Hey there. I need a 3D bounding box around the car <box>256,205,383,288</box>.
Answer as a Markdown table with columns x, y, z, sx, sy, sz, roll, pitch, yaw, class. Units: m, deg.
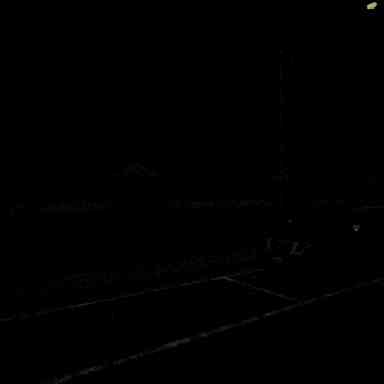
| x | y | z | sx | sy | sz | roll | pitch | yaw | class |
| --- | --- | --- | --- | --- | --- | --- | --- | --- | --- |
| 4.104 | 1.313 | 9.466 | 5.009 | 1.841 | 2.192 | 0 | 0 | -36 | car |
